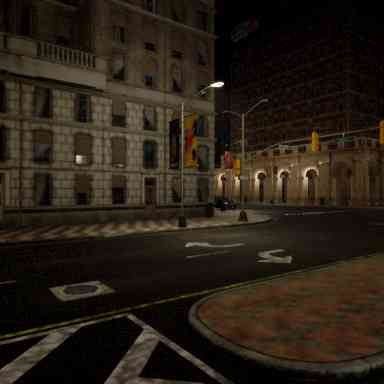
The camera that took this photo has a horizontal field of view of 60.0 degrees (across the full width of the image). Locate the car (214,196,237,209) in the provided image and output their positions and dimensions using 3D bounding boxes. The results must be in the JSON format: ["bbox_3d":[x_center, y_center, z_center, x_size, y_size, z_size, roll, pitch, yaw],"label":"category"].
[{"bbox_3d":[3.773,1.352,43.679,2.097,1.767,4.553,0,0,-36],"label":"car"}]
